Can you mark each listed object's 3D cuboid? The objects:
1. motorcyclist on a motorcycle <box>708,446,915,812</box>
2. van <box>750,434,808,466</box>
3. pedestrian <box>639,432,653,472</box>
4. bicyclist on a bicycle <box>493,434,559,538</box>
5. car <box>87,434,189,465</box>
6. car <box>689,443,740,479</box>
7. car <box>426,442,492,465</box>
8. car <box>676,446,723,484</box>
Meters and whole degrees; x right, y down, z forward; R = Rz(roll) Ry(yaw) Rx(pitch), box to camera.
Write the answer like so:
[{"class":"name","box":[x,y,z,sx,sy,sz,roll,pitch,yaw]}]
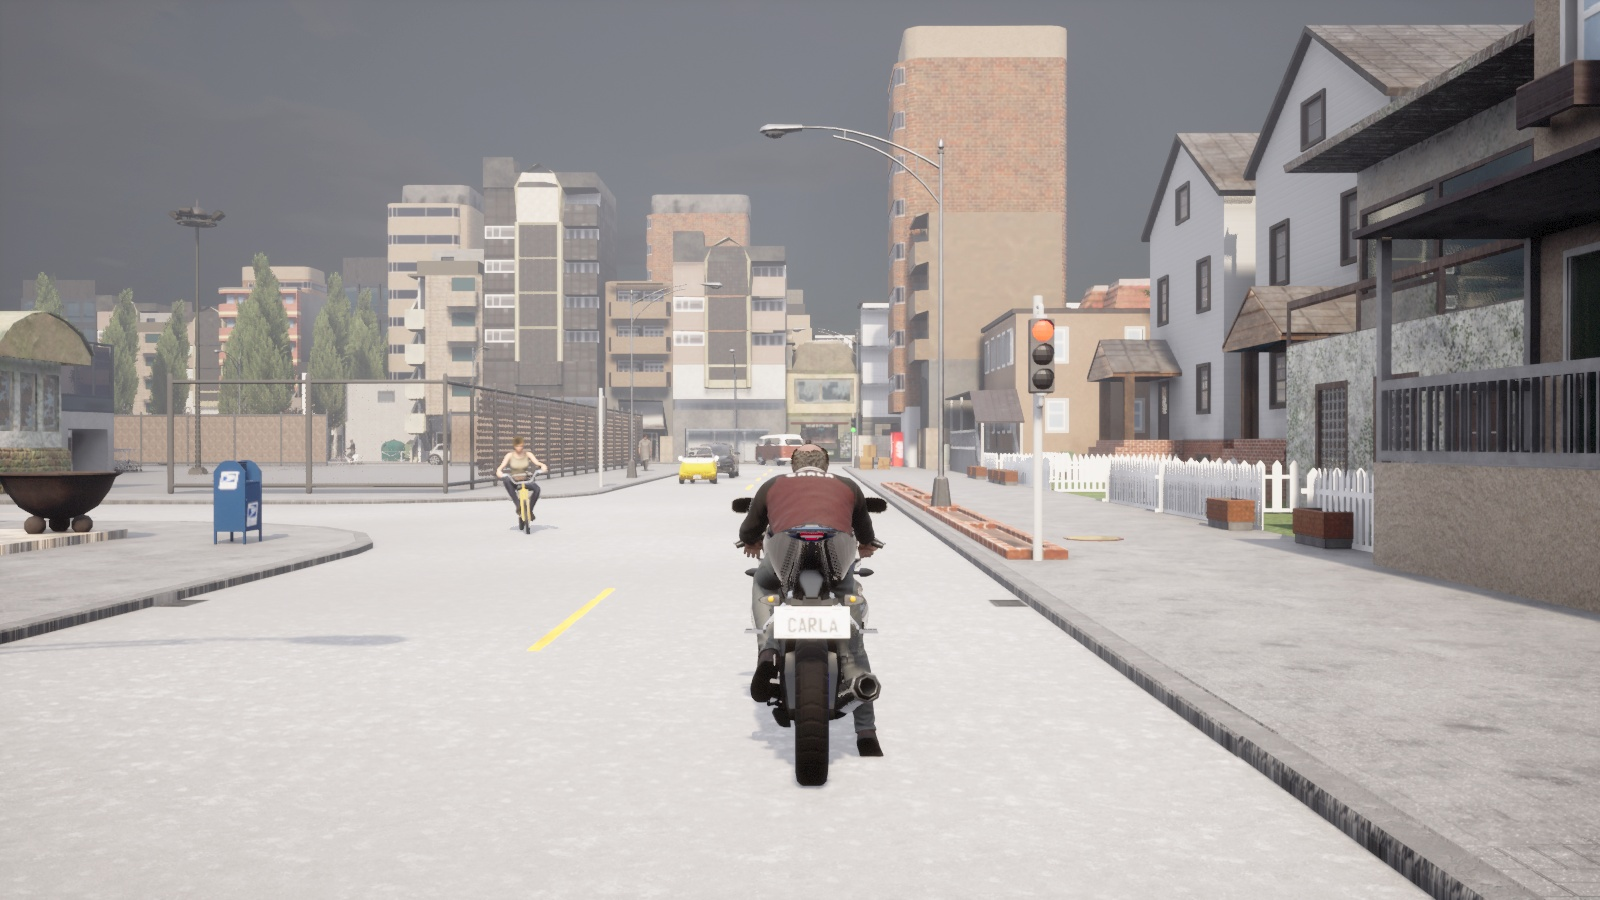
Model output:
[{"class":"motorcyclist on a motorcycle","box":[0.050,0.746,6.352,0.866,1.530,2.191,0,0,0]},{"class":"van","box":[-1.408,0.004,82.312,2.069,2.038,4.480,1,0,-27]},{"class":"pedestrian","box":[-7.618,0.100,62.011,0.659,1.952,0.873,0,0,-5]},{"class":"bicyclist on a bicycle","box":[-4.529,0.563,20.693,0.866,1.612,1.509,-3,1,-17]},{"class":"car","box":[-43.287,-0.034,82.232,5.566,2.045,2.150,0,0,-17]},{"class":"car","box":[-3.660,0.441,54.512,1.837,1.490,4.892,0,0,1]},{"class":"car","box":[-22.269,0.230,82.157,3.806,1.475,1.970,0,0,1]},{"class":"car","box":[-3.681,0.537,46.247,1.481,1.376,2.207,0,0,1]}]
